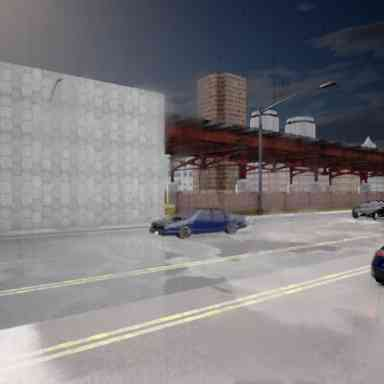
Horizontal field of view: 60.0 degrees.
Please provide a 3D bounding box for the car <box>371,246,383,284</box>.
[{"bbox_3d":[6.308,1.563,8.280,4.181,1.385,1.994,0,0,-35],"label":"car"}]

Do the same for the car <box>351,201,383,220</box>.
[{"bbox_3d":[15.254,1.504,27.839,4.892,1.490,1.837,0,0,-36],"label":"car"}]

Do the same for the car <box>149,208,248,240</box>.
[{"bbox_3d":[0.490,1.547,17.264,5.357,1.411,2.033,0,0,-36],"label":"car"}]
